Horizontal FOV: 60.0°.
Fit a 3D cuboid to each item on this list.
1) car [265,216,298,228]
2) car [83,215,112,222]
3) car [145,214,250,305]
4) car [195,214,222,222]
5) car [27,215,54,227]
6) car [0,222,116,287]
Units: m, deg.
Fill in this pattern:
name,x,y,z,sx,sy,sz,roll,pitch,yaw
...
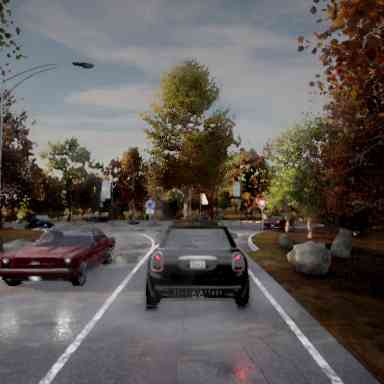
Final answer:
name,x,y,z,sx,sy,sz,roll,pitch,yaw
car,9.817,3.266,36.319,1.895,1.301,4.718,-3,-5,40
car,-16.114,4.545,56.866,1.895,1.301,4.718,-3,-4,42
car,0.130,1.479,8.538,2.097,1.767,4.553,0,-2,1
car,2.999,4.836,61.800,4.674,1.442,1.812,-1,-4,22
car,-16.848,3.248,36.790,2.033,1.411,5.357,3,-5,-37
car,-3.670,1.767,9.935,1.895,1.301,4.718,0,-2,-1
